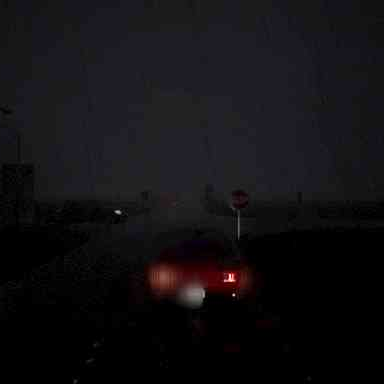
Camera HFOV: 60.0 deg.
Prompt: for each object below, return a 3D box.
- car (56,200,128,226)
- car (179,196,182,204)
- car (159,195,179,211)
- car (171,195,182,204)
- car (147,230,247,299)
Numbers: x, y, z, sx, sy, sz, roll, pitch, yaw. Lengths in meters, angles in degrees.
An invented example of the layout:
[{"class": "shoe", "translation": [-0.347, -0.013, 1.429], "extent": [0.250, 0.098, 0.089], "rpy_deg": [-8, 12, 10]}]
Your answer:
[{"class": "car", "translation": [-6.771, 1.323, 22.827], "extent": [4.553, 1.767, 2.097], "rpy_deg": [0, 0, 0]}, {"class": "car", "translation": [-2.873, 1.404, 49.340], "extent": [1.882, 1.535, 5.008], "rpy_deg": [0, 0, 0]}, {"class": "car", "translation": [-2.849, 1.432, 39.291], "extent": [1.882, 1.535, 5.008], "rpy_deg": [0, 0, -1]}, {"class": "car", "translation": [-2.843, 1.393, 60.925], "extent": [1.837, 1.490, 4.892], "rpy_deg": [0, 0, 0]}, {"class": "car", "translation": [0.093, 1.598, 8.372], "extent": [1.895, 1.301, 4.718], "rpy_deg": [0, 0, 0]}]
